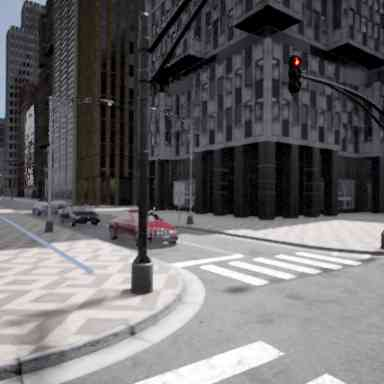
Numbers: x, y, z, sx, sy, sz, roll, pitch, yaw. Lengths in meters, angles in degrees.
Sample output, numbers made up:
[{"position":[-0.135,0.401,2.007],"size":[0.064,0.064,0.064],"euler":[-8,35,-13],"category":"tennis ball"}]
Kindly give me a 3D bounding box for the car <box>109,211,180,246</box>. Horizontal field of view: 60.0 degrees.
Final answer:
[{"position":[-2.450,1.642,15.895],"size":[1.812,1.442,4.674],"euler":[1,-1,-36],"category":"car"}]

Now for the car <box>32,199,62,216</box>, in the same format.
[{"position":[-15.180,1.684,34.380],"size":[1.812,1.442,4.674],"euler":[1,0,-35],"category":"car"}]

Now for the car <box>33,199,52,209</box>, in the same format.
[{"position":[-23.005,1.795,51.150],"size":[1.994,1.385,4.181],"euler":[1,-1,-35],"category":"car"}]

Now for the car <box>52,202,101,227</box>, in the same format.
[{"position":[-8.456,1.683,24.611],"size":[2.033,1.411,5.357],"euler":[1,-1,-34],"category":"car"}]
